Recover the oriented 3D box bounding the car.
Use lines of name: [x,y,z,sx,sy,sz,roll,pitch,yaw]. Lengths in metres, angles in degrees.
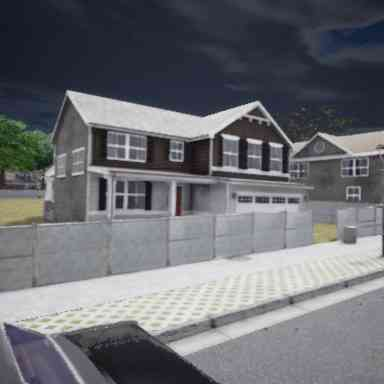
car: [-2.010,1.602,1.637,4.718,1.301,1.895,0,0,-35]
